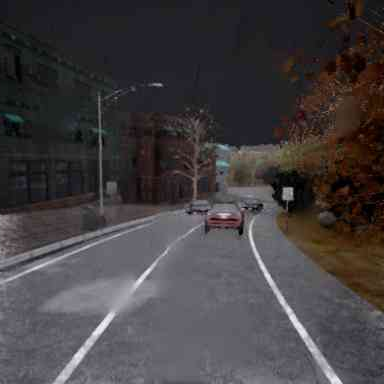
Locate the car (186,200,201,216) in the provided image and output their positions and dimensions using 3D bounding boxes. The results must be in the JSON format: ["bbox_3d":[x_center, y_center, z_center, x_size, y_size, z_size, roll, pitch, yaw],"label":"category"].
[{"bbox_3d":[0.979,1.423,30.949,2.033,1.411,5.357,2,0,15],"label":"car"}]

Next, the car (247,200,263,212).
[{"bbox_3d":[7.281,1.620,39.427,1.895,1.301,4.718,2,0,20],"label":"car"}]

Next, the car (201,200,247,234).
[{"bbox_3d":[1.995,1.308,19.439,2.097,1.767,4.553,1,0,9],"label":"car"}]
